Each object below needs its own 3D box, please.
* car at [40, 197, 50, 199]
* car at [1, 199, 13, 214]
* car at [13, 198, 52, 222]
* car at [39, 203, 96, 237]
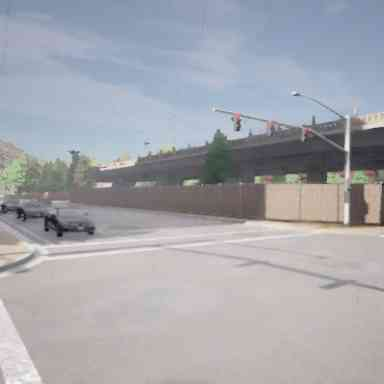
[{"bbox_3d":[-25.344,1.615,56.835,2.128,1.511,4.902,1,-1,-35],"label":"car"},{"bbox_3d":[-19.558,1.524,36.274,1.837,1.490,4.892,1,0,-35],"label":"car"},{"bbox_3d":[-12.894,1.527,26.875,1.837,1.490,4.892,1,-1,-35],"label":"car"},{"bbox_3d":[-6.854,1.550,18.398,1.812,1.442,4.674,1,-1,-35],"label":"car"}]
